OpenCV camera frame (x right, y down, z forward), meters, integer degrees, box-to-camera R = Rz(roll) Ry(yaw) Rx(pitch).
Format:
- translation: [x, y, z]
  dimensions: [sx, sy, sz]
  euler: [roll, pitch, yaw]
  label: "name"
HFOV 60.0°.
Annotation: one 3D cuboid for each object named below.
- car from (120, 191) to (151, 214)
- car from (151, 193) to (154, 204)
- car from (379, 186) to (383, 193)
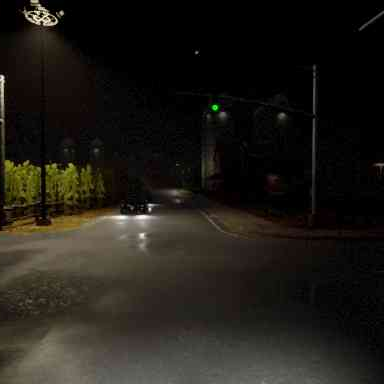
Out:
- translation: [-4.599, 0.896, 26.922]
  dimensions: [1.837, 1.490, 4.892]
  euler: [0, 1, -4]
  label: "car"
- translation: [-5.573, 0.620, 39.919]
  dimensions: [2.033, 1.411, 5.357]
  euler: [0, 1, -4]
  label: "car"
- translation: [43.264, -0.622, 74.040]
  dimensions: [1.905, 1.878, 3.866]
  euler: [9, 9, 42]
  label: "car"
